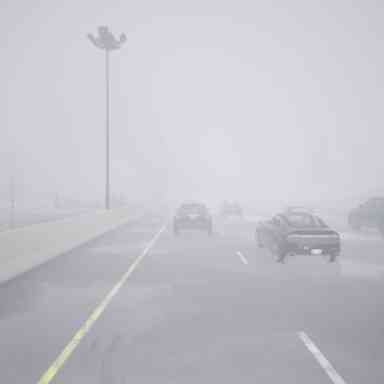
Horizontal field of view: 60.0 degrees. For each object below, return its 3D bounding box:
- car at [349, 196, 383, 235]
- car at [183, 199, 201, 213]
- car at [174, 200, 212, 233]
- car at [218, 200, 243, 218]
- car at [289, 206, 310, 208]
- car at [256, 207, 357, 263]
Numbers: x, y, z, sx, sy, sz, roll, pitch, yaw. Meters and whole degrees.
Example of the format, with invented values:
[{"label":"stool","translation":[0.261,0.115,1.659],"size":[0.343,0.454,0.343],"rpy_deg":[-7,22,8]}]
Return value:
[{"label":"car","translation":[10.550,1.227,17.799],"size":[2.150,2.045,5.566],"rpy_deg":[0,0,0]},{"label":"car","translation":[-0.011,1.579,38.597],"size":[2.033,1.411,5.357],"rpy_deg":[0,0,0]},{"label":"car","translation":[0.043,1.368,19.685],"size":[2.097,1.767,4.553],"rpy_deg":[0,0,0]},{"label":"car","translation":[3.512,1.514,30.701],"size":[2.128,1.511,4.902],"rpy_deg":[0,0,0]},{"label":"car","translation":[7.037,1.613,22.614],"size":[1.895,1.301,4.718],"rpy_deg":[0,0,0]},{"label":"car","translation":[3.564,1.498,11.956],"size":[2.128,1.511,4.902],"rpy_deg":[0,0,0]}]
